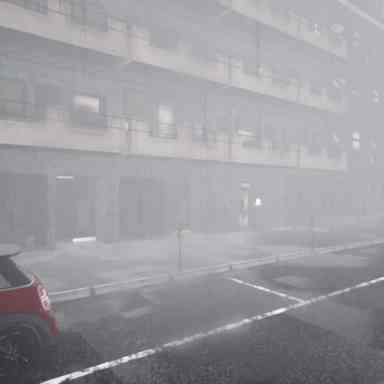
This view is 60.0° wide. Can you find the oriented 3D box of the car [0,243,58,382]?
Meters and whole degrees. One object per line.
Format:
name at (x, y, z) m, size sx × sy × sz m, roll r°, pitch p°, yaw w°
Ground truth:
car at (-3.850, 1.440, 3.804) m, size 4.097 × 1.590 × 1.967 m, roll 0°, pitch 0°, yaw -35°
